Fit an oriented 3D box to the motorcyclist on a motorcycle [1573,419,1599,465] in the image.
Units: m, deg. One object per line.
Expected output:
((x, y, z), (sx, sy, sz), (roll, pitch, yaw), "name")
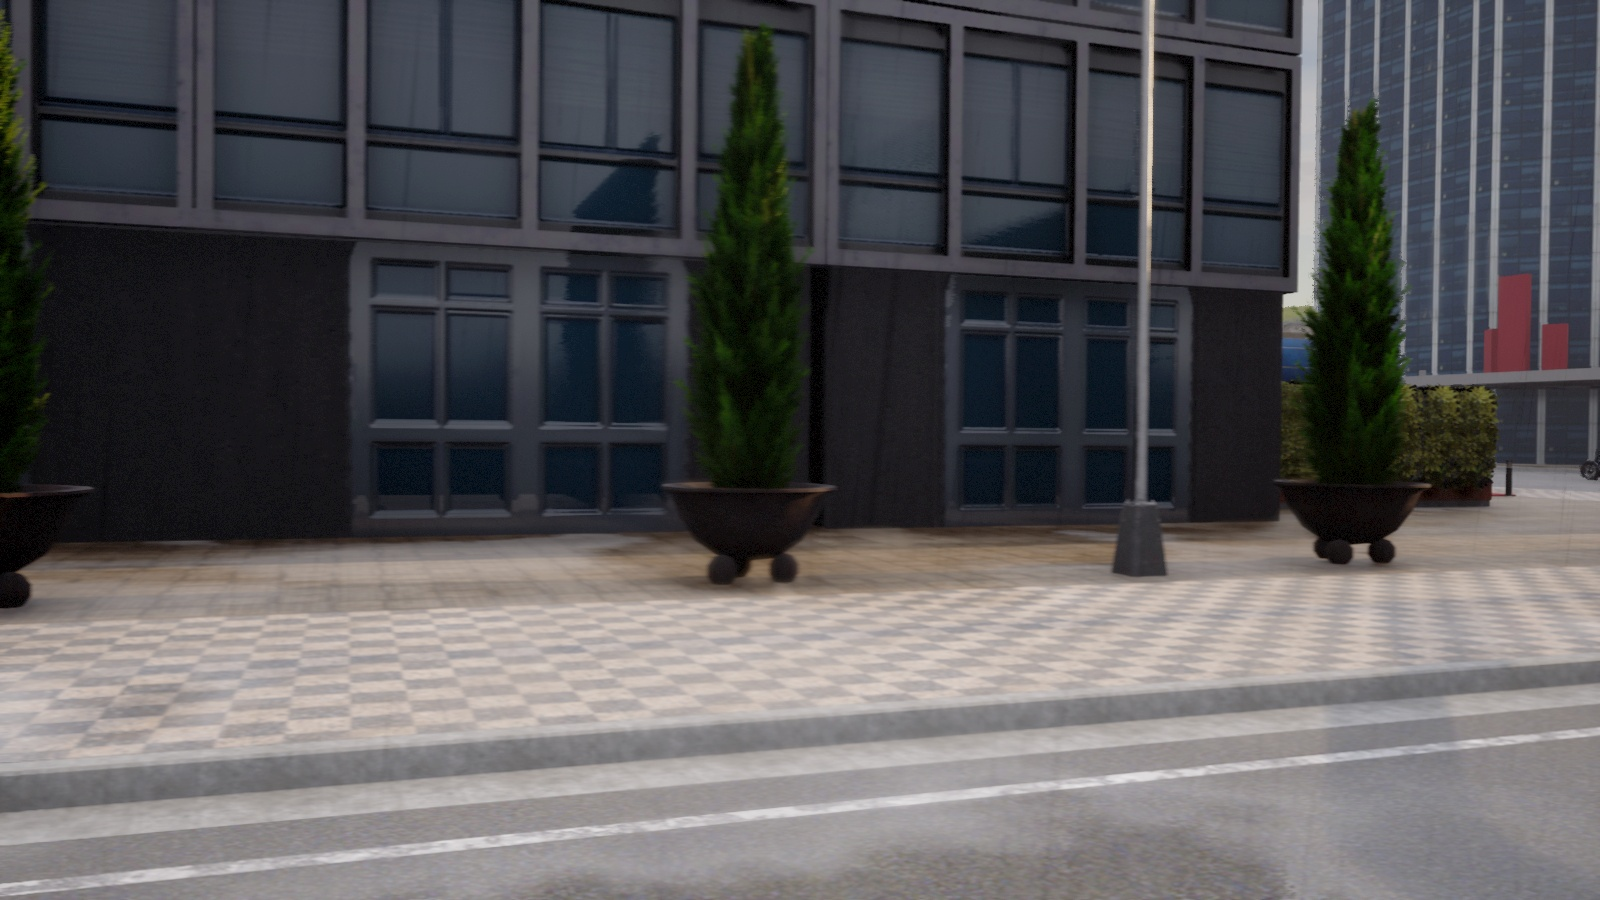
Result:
((28.972, -0.290, 44.836), (0.766, 1.649, 2.350), (-1, 1, -20), "motorcyclist on a motorcycle")
